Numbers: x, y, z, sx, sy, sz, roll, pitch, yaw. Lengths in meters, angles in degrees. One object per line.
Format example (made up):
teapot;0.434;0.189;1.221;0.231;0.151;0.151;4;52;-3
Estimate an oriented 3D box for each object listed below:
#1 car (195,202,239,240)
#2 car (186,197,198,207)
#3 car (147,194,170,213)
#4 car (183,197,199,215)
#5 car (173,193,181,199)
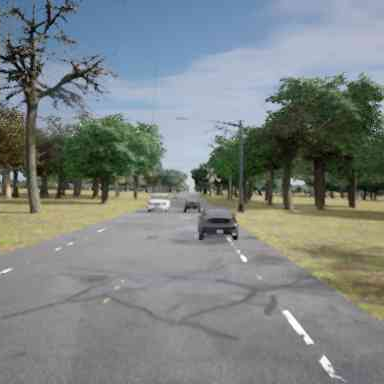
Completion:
car;1.214;1.493;16.911;1.837;1.490;4.892;0;0;0
car;-0.031;1.502;51.256;1.812;1.442;4.674;0;0;0
car;-3.618;1.202;37.111;2.150;2.045;5.566;0;0;0
car;0.018;1.484;38.167;1.837;1.490;4.892;0;0;0
car;-3.550;1.035;78.946;1.882;1.535;5.008;0;0;0
